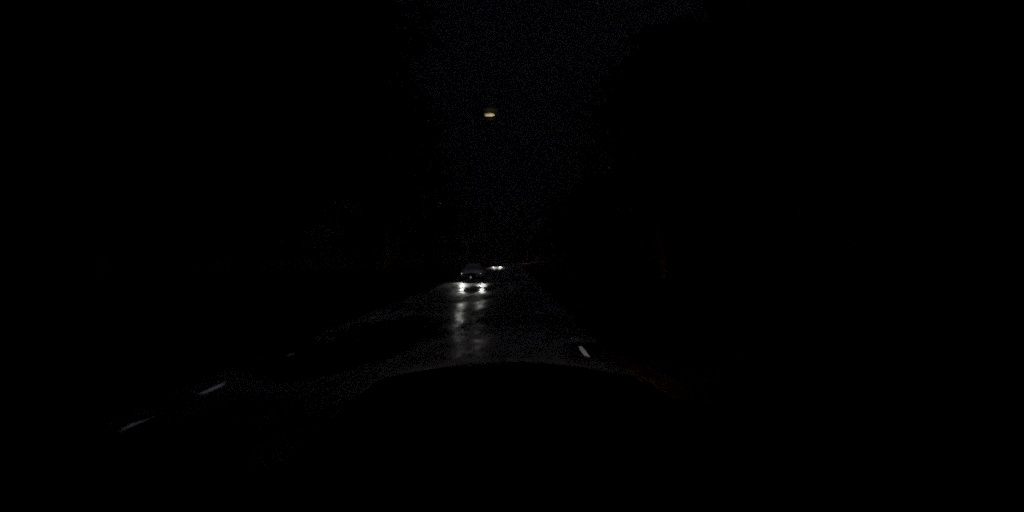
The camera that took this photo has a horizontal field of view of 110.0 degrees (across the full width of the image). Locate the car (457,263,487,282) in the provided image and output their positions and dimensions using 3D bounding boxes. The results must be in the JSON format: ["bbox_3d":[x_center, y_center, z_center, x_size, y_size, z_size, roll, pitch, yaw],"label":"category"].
[{"bbox_3d":[-3.087,1.305,29.054,1.812,1.442,4.674,0,0,0],"label":"car"}]
